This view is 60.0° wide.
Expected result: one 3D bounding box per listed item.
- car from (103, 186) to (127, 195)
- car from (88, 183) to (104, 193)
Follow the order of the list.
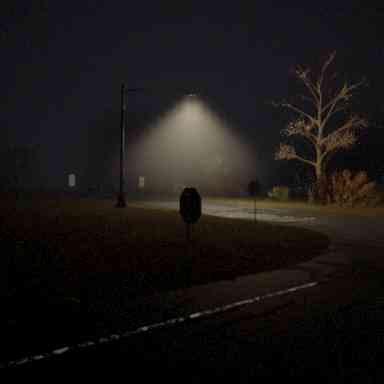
[{"bbox_3d":[-11.892,-0.191,52.561,1.994,1.385,4.181,0,2,-35],"label":"car"},{"bbox_3d":[-17.214,-0.698,60.036,2.097,1.767,4.553,0,2,-35],"label":"car"}]
